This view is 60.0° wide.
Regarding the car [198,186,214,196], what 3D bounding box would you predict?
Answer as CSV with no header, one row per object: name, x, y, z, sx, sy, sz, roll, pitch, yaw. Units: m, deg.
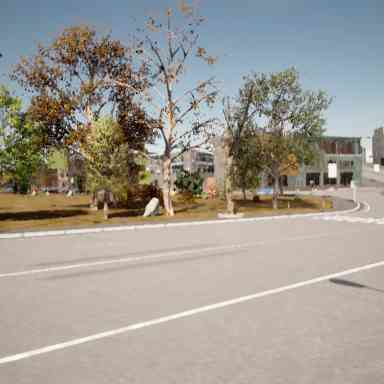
car,3.584,-0.202,65.964,2.435,2.045,5.566,-1,2,16

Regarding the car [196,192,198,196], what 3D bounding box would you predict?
car,1.196,-0.164,67.783,2.435,2.045,5.566,-2,2,16

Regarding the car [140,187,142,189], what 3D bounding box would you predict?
car,-13.040,-0.061,78.485,2.435,2.045,5.566,0,2,18

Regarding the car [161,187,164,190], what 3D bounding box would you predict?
car,-5.948,-0.068,73.119,2.435,2.045,5.566,-2,2,17

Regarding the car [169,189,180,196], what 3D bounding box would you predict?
car,-3.611,0.165,71.125,1.946,1.575,5.366,-1,2,17

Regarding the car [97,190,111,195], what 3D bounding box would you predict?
car,-22.426,0.070,85.705,1.946,1.575,5.366,0,3,19
